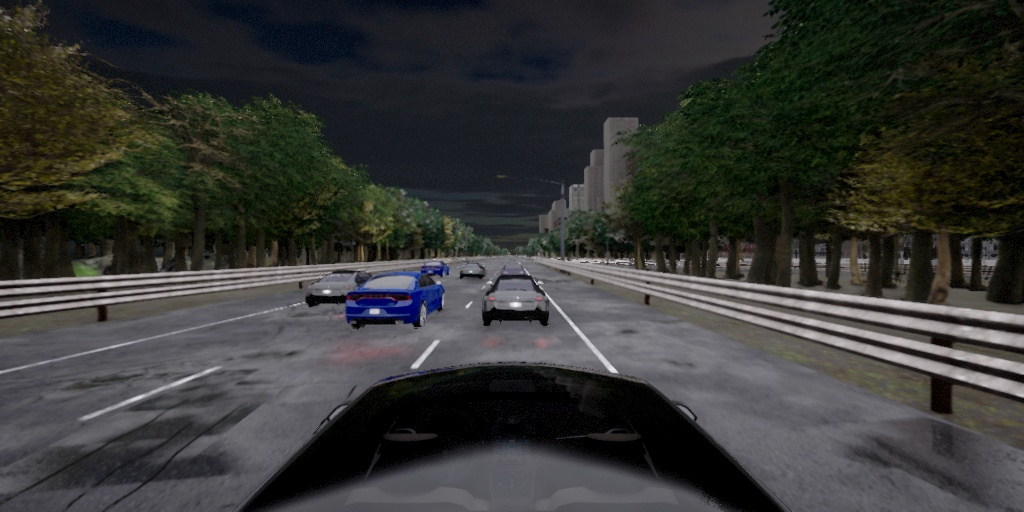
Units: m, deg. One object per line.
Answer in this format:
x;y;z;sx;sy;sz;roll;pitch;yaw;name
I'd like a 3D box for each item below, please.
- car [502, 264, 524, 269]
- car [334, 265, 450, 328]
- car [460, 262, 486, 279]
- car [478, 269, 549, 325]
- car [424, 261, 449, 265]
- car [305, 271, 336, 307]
0.110;1.291;29.604;1.895;1.301;4.718;0;0;0;car
-3.397;1.218;11.347;1.882;1.535;5.008;0;0;0;car
-3.392;1.246;31.611;1.994;1.385;4.181;0;0;0;car
0.104;1.304;11.842;1.994;1.385;4.181;0;0;0;car
-6.890;1.155;32.632;1.882;1.535;5.008;0;0;0;car
-6.897;1.298;15.359;1.994;1.385;4.181;0;0;0;car
